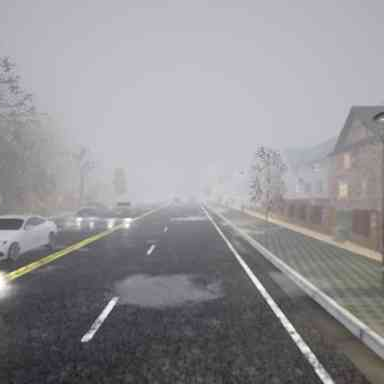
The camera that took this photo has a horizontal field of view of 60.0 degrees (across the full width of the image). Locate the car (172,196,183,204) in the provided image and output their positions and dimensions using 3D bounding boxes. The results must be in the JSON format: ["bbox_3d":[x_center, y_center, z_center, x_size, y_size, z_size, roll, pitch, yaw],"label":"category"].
[{"bbox_3d":[-3.230,1.734,72.264,1.837,1.490,4.892,0,0,0],"label":"car"}]

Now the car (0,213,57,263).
[{"bbox_3d":[-6.570,1.559,12.233,1.812,1.442,4.674,0,1,0],"label":"car"}]

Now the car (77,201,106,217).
[{"bbox_3d":[-9.747,1.645,33.182,2.033,1.411,5.357,0,0,0],"label":"car"}]

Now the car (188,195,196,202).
[{"bbox_3d":[0.022,1.554,82.282,2.097,1.767,4.553,0,0,0],"label":"car"}]

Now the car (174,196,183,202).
[{"bbox_3d":[-3.227,1.735,82.312,2.033,1.411,5.357,0,0,0],"label":"car"}]

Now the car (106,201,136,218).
[{"bbox_3d":[-6.514,1.622,31.943,1.812,1.442,4.674,0,0,1],"label":"car"}]

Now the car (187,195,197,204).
[{"bbox_3d":[0.020,1.734,71.915,1.882,1.535,5.008,0,0,0],"label":"car"}]
